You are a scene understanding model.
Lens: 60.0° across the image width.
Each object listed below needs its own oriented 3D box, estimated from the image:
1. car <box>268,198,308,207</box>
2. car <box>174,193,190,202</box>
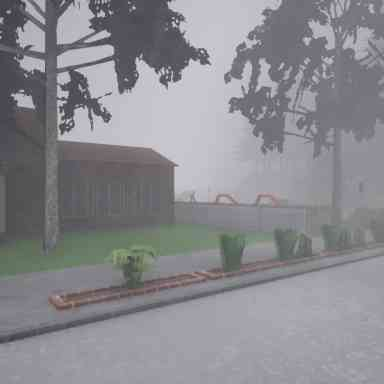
[{"bbox_3d":[10.697,1.504,37.186,1.837,1.490,4.892,0,0,-35],"label":"car"},{"bbox_3d":[-2.594,1.225,56.032,2.150,2.045,5.566,0,0,-35],"label":"car"}]
